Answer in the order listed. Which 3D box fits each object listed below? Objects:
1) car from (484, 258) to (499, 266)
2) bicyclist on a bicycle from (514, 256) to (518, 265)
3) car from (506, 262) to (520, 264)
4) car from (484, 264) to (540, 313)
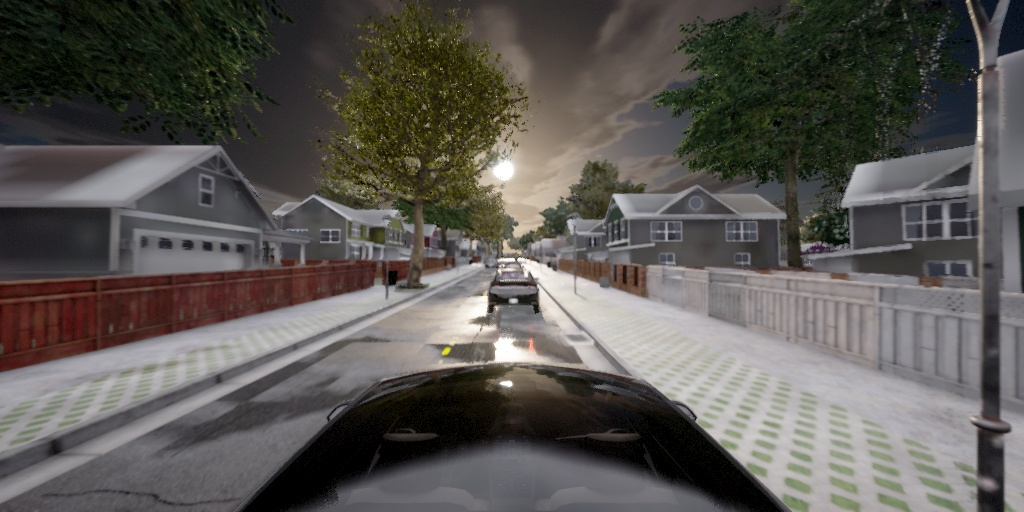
[{"bbox_3d":[-2.834,1.092,50.811,2.128,1.511,4.902,0,0,0],"label":"car"},{"bbox_3d":[0.753,0.896,62.015,0.659,1.776,1.843,0,1,0],"label":"bicyclist on a bicycle"},{"bbox_3d":[0.074,1.244,30.100,1.812,1.442,4.674,0,0,0],"label":"car"},{"bbox_3d":[0.069,1.247,14.122,2.128,1.511,4.902,0,0,0],"label":"car"}]
